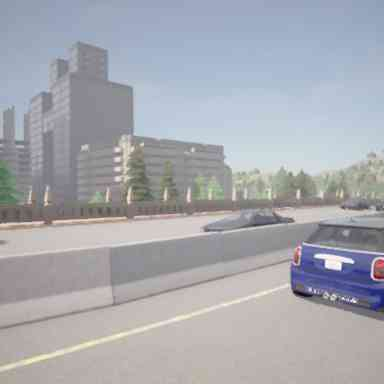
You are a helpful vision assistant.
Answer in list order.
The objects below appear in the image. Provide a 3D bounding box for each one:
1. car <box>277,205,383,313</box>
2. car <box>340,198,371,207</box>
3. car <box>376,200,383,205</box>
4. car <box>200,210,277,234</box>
[{"bbox_3d":[4.206,1.335,7.382,4.553,1.767,2.097,0,0,-39],"label":"car"},{"bbox_3d":[19.788,1.490,40.140,5.357,1.411,2.033,0,0,-42],"label":"car"},{"bbox_3d":[22.584,1.487,37.940,4.181,1.385,1.994,0,0,-42],"label":"car"},{"bbox_3d":[2.781,1.550,15.532,5.357,1.411,2.033,0,0,-42],"label":"car"}]
